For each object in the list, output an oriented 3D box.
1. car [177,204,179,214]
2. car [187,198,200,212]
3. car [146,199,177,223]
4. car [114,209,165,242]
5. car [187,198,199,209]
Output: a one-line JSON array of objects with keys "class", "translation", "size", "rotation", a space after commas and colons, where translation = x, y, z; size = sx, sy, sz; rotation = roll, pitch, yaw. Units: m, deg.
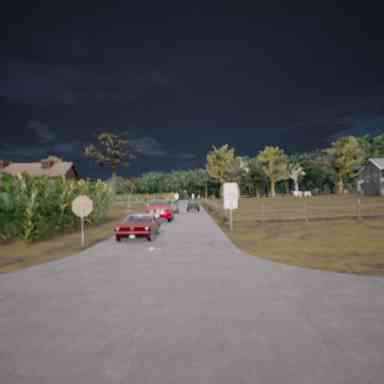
[{"class": "car", "translation": [-2.753, 1.886, 42.381], "size": [2.097, 1.767, 4.553], "rotation": [-1, -1, 0]}, {"class": "car", "translation": [0.173, 2.050, 48.418], "size": [1.837, 1.490, 4.892], "rotation": [-1, 0, 0]}, {"class": "car", "translation": [-2.814, 1.623, 29.860], "size": [2.150, 2.045, 5.566], "rotation": [-1, -1, 0]}, {"class": "car", "translation": [-2.859, 1.874, 18.277], "size": [1.895, 1.301, 4.718], "rotation": [-1, -1, 1]}, {"class": "car", "translation": [0.106, 2.037, 61.018], "size": [2.097, 1.767, 4.553], "rotation": [-1, -1, 0]}]
